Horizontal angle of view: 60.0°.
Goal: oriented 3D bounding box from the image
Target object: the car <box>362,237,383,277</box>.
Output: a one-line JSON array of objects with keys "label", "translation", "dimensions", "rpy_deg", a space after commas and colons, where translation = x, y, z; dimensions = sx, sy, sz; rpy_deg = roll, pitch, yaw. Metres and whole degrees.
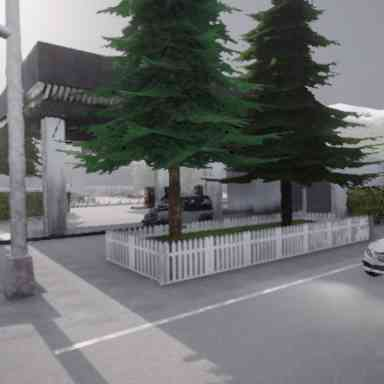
[{"label": "car", "translation": [6.207, 1.308, 8.413], "dimensions": [4.674, 1.442, 1.812], "rpy_deg": [-2, 1, -35]}]

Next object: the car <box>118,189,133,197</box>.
[{"label": "car", "translation": [-17.194, 0.277, 85.729], "dimensions": [1.932, 1.855, 4.605], "rpy_deg": [-2, 1, -36]}]

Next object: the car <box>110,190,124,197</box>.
[{"label": "car", "translation": [-19.299, 0.327, 83.684], "dimensions": [1.905, 1.878, 3.866], "rpy_deg": [-2, 1, -36]}]

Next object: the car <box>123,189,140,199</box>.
[{"label": "car", "translation": [-11.444, 0.621, 67.017], "dimensions": [2.007, 1.523, 4.514], "rpy_deg": [-2, 1, -36]}]

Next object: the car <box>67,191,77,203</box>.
[{"label": "car", "translation": [-19.952, 0.782, 51.960], "dimensions": [1.905, 1.878, 3.866], "rpy_deg": [-2, 1, -36]}]

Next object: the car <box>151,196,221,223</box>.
[{"label": "car", "translation": [-0.359, 1.176, 24.167], "dimensions": [4.611, 1.667, 2.242], "rpy_deg": [-2, 1, -36]}]

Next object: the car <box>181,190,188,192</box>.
[{"label": "car", "translation": [-3.346, 0.398, 72.867], "dimensions": [1.845, 1.501, 3.633], "rpy_deg": [-2, 1, -36]}]

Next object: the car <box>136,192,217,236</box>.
[{"label": "car", "translation": [-0.531, 1.111, 17.035], "dimensions": [3.866, 1.878, 1.905], "rpy_deg": [-2, 1, -36]}]

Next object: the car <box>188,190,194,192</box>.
[{"label": "car", "translation": [-0.131, 0.176, 88.813], "dimensions": [1.970, 1.475, 3.806], "rpy_deg": [-2, 1, -36]}]

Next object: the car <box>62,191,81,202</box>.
[{"label": "car", "translation": [-21.931, 0.727, 60.254], "dimensions": [1.932, 1.855, 4.605], "rpy_deg": [-2, 1, -36]}]

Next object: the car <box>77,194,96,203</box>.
[{"label": "car", "translation": [-16.900, 0.984, 53.428], "dimensions": [1.970, 1.475, 3.806], "rpy_deg": [-2, 1, -36]}]
